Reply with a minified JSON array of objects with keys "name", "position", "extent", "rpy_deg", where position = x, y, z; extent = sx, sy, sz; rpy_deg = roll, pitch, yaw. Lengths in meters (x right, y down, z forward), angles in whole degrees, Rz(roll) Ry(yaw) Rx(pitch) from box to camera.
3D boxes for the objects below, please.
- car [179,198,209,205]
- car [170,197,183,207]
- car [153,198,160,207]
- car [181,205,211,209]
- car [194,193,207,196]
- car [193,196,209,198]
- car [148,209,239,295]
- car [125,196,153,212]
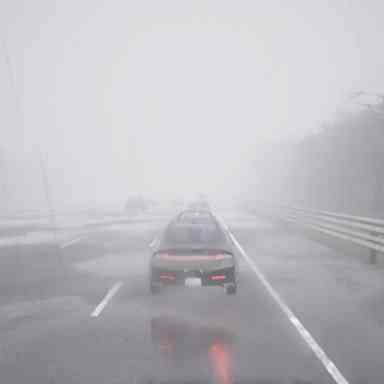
[{"name":"car","position":[0.436,1.416,24.532],"extent":[2.033,1.411,5.357],"rpy_deg":[0,0,2]},{"name":"car","position":[-2.181,1.466,49.223],"extent":[2.033,1.411,5.357],"rpy_deg":[0,0,1]},{"name":"car","position":[-5.736,1.501,47.581],"extent":[1.895,1.301,4.718],"rpy_deg":[0,0,1]},{"name":"car","position":[0.171,1.496,15.271],"extent":[1.895,1.301,4.718],"rpy_deg":[0,0,1]},{"name":"car","position":[1.265,1.147,47.565],"extent":[2.150,2.045,5.566],"rpy_deg":[0,0,2]},{"name":"car","position":[0.934,1.447,36.309],"extent":[1.994,1.385,4.181],"rpy_deg":[0,0,2]},{"name":"car","position":[0.051,1.425,8.541],"extent":[2.128,1.511,4.902],"rpy_deg":[0,0,1]},{"name":"car","position":[-6.034,1.224,37.304],"extent":[2.097,1.767,4.553],"rpy_deg":[0,0,1]}]
